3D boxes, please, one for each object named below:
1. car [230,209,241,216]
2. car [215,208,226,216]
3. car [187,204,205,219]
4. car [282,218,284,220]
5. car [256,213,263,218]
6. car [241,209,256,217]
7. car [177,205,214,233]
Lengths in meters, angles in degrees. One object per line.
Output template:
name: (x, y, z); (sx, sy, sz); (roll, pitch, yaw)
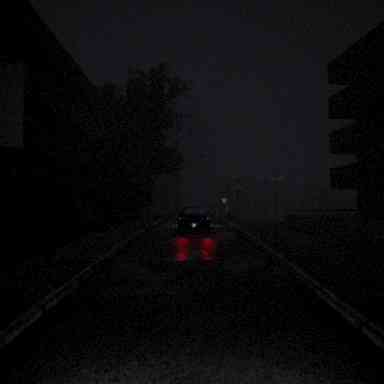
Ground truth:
car: (7.820, 4.609, 73.086); (2.185, 1.767, 4.553); (7, -6, -30)
car: (4.848, 4.345, 72.593); (2.185, 1.767, 4.553); (5, -5, -31)
car: (0.522, 2.229, 38.080); (1.882, 1.535, 5.008); (0, -3, 2)
car: (22.621, 6.292, 75.680); (2.002, 1.452, 4.674); (7, -5, -29)
car: (13.650, 5.348, 74.325); (1.946, 1.575, 5.366); (8, -6, -30)
car: (10.817, 4.792, 73.641); (2.435, 2.045, 5.566); (8, -6, -30)
car: (0.117, 1.542, 19.393); (1.812, 1.442, 4.674); (0, -1, 0)
